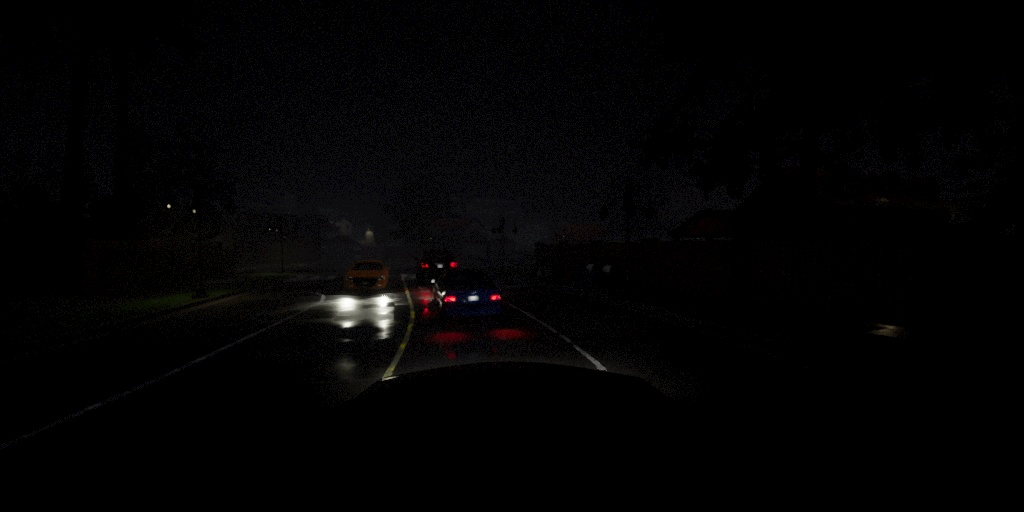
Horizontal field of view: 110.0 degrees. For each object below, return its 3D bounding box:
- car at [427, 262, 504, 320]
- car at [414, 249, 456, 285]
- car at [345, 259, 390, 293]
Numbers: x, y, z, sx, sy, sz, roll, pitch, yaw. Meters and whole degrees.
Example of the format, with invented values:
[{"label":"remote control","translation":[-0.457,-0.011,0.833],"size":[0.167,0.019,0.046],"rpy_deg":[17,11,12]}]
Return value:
[{"label":"car","translation":[-1.616,1.116,11.837],"size":[2.033,1.411,5.357],"rpy_deg":[0,1,-14]},{"label":"car","translation":[-4.722,0.611,22.095],"size":[2.150,2.045,5.566],"rpy_deg":[-1,1,-18]},{"label":"car","translation":[-7.431,0.938,18.677],"size":[1.882,1.535,5.008],"rpy_deg":[-1,1,-18]}]
